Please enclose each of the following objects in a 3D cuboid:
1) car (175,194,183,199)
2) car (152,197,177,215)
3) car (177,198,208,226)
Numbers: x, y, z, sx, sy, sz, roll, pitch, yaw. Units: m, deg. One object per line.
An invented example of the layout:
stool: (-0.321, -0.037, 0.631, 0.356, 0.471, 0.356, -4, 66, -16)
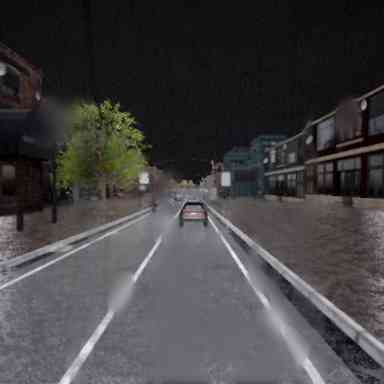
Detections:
car: (-2.993, 1.274, 75.973, 1.882, 1.535, 5.008, 0, 0, 0)
car: (-3.090, 1.558, 35.097, 2.128, 1.511, 4.902, 0, 0, 0)
car: (0.102, 1.476, 23.773, 2.033, 1.649, 4.856, 0, 0, 0)
